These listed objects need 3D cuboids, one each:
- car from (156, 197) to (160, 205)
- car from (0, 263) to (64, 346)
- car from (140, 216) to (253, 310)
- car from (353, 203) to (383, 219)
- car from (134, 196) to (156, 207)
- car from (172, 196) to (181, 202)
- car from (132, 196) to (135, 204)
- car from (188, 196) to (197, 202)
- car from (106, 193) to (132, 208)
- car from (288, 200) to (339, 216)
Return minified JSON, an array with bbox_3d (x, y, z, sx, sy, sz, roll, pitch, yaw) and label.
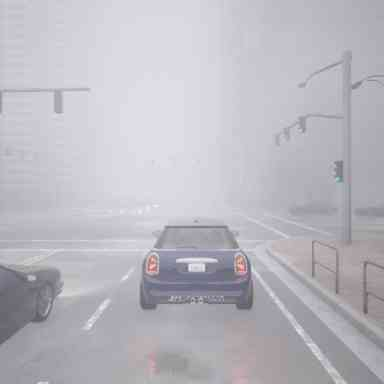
[{"bbox_3d":[-6.972,1.601,60.367,1.895,1.301,4.718,0,0,0],"label":"car"},{"bbox_3d":[-3.414,1.547,4.142,2.033,1.411,5.357,0,0,-1],"label":"car"},{"bbox_3d":[0.092,1.352,8.000,2.097,1.767,4.553,0,0,0],"label":"car"},{"bbox_3d":[16.502,1.601,28.634,4.718,1.301,1.895,0,0,1],"label":"car"},{"bbox_3d":[-7.013,1.564,50.406,1.994,1.385,4.181,0,0,0],"label":"car"},{"bbox_3d":[-3.383,1.465,72.231,2.033,1.411,5.357,0,0,0],"label":"car"},{"bbox_3d":[-10.481,1.505,58.088,1.837,1.490,4.892,0,0,0],"label":"car"},{"bbox_3d":[0.123,1.553,72.632,1.994,1.385,4.181,0,0,0],"label":"car"},{"bbox_3d":[-10.519,1.352,48.143,2.097,1.767,4.553,0,0,0],"label":"car"},{"bbox_3d":[11.708,1.526,32.177,4.674,1.442,1.812,0,0,1],"label":"car"}]
